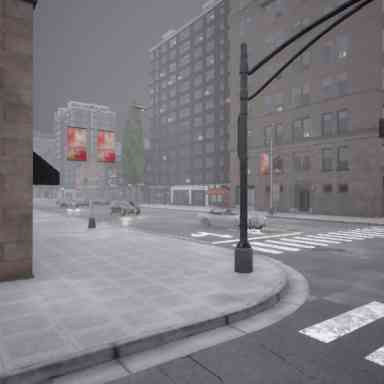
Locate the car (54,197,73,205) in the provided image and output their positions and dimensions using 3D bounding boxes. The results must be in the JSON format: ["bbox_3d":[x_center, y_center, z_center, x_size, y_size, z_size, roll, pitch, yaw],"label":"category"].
[{"bbox_3d":[-25.246,1.802,65.242,2.033,1.411,5.357,0,0,-36],"label":"car"}]

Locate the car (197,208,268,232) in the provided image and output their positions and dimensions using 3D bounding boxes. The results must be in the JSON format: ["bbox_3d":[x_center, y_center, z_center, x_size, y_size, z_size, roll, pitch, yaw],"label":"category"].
[{"bbox_3d":[2.441,1.654,20.812,1.895,1.301,4.718,0,0,-37],"label":"car"}]

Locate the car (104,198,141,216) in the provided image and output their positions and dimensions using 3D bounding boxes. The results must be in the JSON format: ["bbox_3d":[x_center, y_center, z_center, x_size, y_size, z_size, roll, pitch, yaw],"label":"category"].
[{"bbox_3d":[-6.864,1.619,33.737,1.837,1.490,4.892,0,0,-36],"label":"car"}]

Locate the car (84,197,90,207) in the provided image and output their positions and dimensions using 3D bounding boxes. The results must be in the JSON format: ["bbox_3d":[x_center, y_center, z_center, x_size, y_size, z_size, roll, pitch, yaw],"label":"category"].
[{"bbox_3d":[-19.046,1.781,56.618,1.994,1.385,4.181,0,0,-36],"label":"car"}]

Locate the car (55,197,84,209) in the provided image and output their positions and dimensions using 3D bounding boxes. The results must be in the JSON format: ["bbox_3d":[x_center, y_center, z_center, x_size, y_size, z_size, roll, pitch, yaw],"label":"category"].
[{"bbox_3d":[-18.468,1.684,50.058,2.128,1.511,4.902,0,0,-36],"label":"car"}]

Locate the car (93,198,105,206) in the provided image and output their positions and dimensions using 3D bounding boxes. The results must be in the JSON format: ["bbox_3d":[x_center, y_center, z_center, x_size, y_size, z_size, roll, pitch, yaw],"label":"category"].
[{"bbox_3d":[-15.932,1.712,57.846,2.128,1.511,4.902,0,0,-36],"label":"car"}]

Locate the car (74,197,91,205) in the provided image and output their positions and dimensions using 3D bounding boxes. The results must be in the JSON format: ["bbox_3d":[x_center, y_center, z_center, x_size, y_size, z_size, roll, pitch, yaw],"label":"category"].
[{"bbox_3d":[-21.871,1.758,66.122,1.837,1.490,4.892,0,0,-36],"label":"car"}]
